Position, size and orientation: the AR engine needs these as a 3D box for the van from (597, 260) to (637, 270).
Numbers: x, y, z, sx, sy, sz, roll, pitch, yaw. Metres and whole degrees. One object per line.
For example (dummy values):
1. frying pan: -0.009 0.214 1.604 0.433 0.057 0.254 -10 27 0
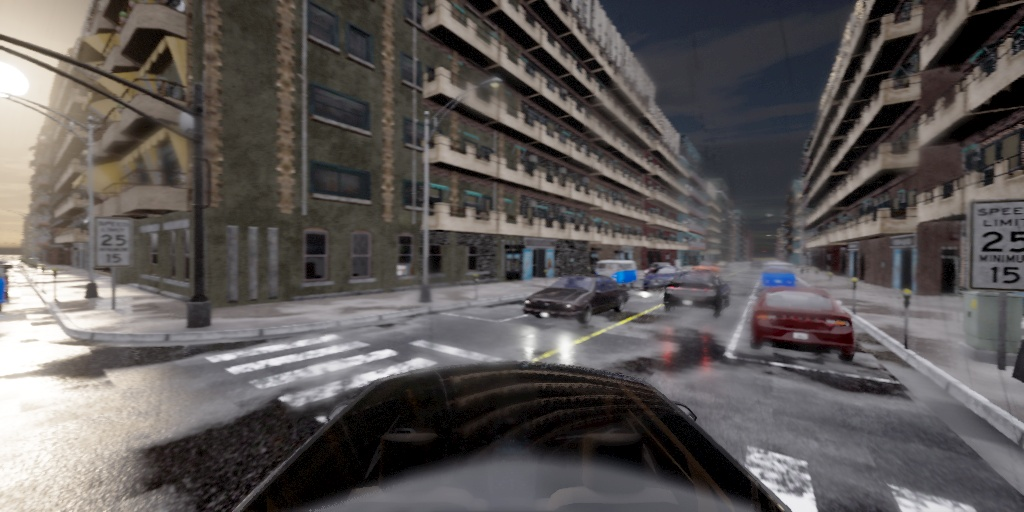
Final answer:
1. van: 6.643 1.160 22.826 1.690 1.789 3.998 0 0 36

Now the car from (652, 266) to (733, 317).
1. car: 7.279 1.348 13.942 2.128 1.511 4.902 1 0 36

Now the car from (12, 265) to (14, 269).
1. car: -23.137 0.935 15.338 5.009 1.841 2.192 0 0 35

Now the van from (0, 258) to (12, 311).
1. van: -18.607 0.978 12.223 3.998 1.789 1.690 0 0 35

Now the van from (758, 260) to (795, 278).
1. van: 16.749 1.304 22.592 1.690 1.789 3.998 0 0 36

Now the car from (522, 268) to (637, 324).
1. car: 2.510 1.342 12.600 2.033 1.411 5.357 1 0 36

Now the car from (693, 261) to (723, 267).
1. car: 19.960 1.319 36.934 2.097 1.767 4.553 1 0 36

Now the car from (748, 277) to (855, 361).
1. car: 6.844 1.413 8.709 1.888 1.381 4.507 0 0 36

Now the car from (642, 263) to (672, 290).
1. car: 9.792 1.390 22.798 1.812 1.442 4.674 1 0 36
